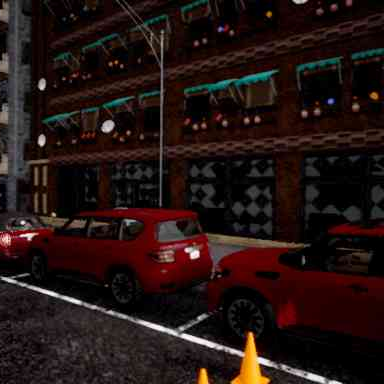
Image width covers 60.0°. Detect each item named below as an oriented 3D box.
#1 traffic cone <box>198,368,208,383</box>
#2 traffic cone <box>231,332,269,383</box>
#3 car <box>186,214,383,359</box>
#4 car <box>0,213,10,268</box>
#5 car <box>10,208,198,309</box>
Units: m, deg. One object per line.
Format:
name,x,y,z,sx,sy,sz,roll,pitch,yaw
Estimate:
traffic cone,0.100,1.951,3.110,0.340,0.580,0.340,0,0,36
traffic cone,0.684,1.952,3.922,0.340,0.580,0.340,0,0,36
car,2.620,1.314,4.651,5.009,1.841,2.192,0,1,36
car,-6.393,1.411,11.128,4.097,1.590,1.967,0,1,36
car,-1.887,1.300,7.889,5.009,1.841,2.192,0,1,36
